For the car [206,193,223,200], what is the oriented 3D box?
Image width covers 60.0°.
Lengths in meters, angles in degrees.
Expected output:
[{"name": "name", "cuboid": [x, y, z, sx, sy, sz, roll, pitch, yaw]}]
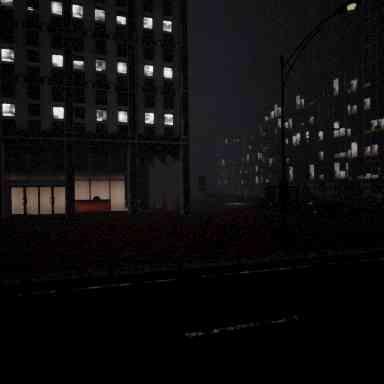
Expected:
[{"name": "car", "cuboid": [4.559, 0.930, 69.609, 1.812, 1.442, 4.674, -1, 1, -20]}]

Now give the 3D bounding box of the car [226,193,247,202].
[{"name": "car", "cuboid": [7.974, 1.023, 60.173, 1.812, 1.442, 4.674, -1, 1, -20]}]

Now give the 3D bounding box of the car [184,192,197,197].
[{"name": "car", "cuboid": [-0.418, 0.709, 90.990, 2.008, 1.369, 4.403, 0, 1, -20]}]

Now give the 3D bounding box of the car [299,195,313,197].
[{"name": "car", "cuboid": [12.800, 1.107, 37.434, 2.097, 1.767, 4.553, -1, 1, -20]}]

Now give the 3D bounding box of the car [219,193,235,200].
[{"name": "car", "cuboid": [7.320, 0.953, 69.614, 1.802, 1.307, 4.206, 0, 1, -20]}]

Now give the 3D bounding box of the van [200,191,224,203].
[{"name": "van", "cuboid": [3.308, 0.952, 56.071, 1.690, 1.788, 3.998, 0, 1, -20]}]

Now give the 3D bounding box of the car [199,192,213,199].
[{"name": "car", "cuboid": [3.450, 0.705, 80.300, 1.967, 1.590, 4.097, 0, 1, -20]}]

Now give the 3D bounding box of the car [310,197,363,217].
[{"name": "car", "cuboid": [12.858, 1.434, 29.309, 1.947, 1.339, 4.313, 0, 1, -20]}]

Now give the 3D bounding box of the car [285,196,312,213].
[{"name": "car", "cuboid": [10.940, 1.399, 34.661, 1.802, 1.307, 4.206, 0, 1, -20]}]

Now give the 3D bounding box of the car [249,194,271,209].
[{"name": "car", "cuboid": [9.061, 1.331, 40.025, 1.947, 1.339, 4.313, 0, 1, -20]}]

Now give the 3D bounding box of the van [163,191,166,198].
[{"name": "van", "cuboid": [-6.364, 0.687, 82.793, 1.690, 1.788, 3.998, 0, 1, -20]}]

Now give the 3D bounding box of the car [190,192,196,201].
[{"name": "car", "cuboid": [-0.560, 1.056, 66.763, 2.008, 1.369, 4.403, 0, 1, -20]}]

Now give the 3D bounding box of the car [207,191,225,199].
[{"name": "car", "cuboid": [5.384, 0.633, 74.955, 2.192, 1.841, 5.009, 0, 1, -20]}]

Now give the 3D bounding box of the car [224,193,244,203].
[{"name": "car", "cuboid": [6.119, 1.125, 56.088, 2.033, 1.411, 5.357, -1, 1, -19]}]

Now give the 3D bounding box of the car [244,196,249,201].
[{"name": "car", "cuboid": [11.188, 1.059, 58.924, 1.802, 1.307, 4.206, 0, 1, -20]}]
